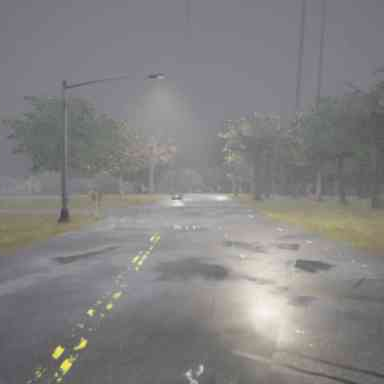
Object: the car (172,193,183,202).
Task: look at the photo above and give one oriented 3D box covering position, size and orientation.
[{"bbox_3d":[-2.535,0.908,59.284,2.033,1.411,5.357,0,1,2],"label":"car"}]
